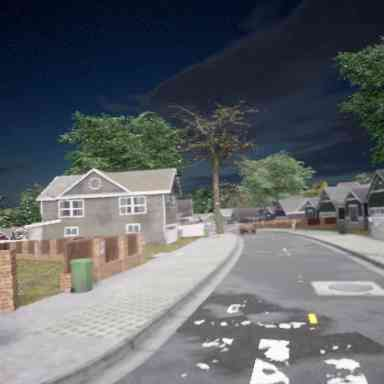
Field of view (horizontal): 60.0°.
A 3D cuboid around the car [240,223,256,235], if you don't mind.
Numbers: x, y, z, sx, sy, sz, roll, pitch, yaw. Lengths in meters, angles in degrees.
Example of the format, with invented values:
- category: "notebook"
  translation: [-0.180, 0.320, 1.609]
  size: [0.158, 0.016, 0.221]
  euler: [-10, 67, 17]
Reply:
- category: "car"
  translation: [7.722, 5.091, 46.333]
  size: [1.882, 1.535, 5.008]
  euler: [-3, -5, 3]
